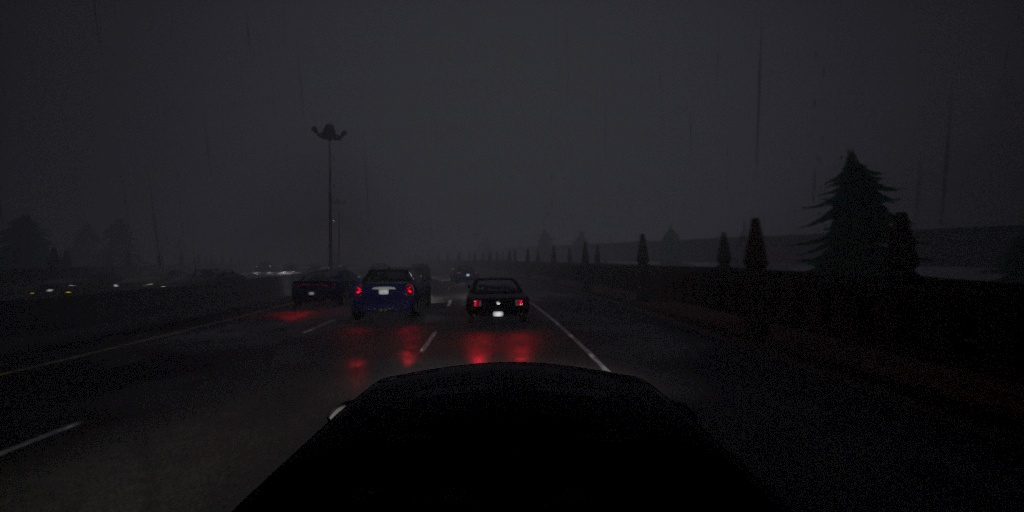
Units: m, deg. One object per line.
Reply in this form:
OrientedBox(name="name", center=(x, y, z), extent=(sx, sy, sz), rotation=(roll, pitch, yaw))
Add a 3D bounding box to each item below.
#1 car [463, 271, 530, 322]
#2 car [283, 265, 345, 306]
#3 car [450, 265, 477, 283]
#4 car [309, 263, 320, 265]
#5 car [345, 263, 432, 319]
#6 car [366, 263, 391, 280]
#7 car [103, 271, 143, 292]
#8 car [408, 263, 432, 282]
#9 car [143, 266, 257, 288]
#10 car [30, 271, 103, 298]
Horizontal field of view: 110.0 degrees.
OrientedBox(name="car", center=(-0.618, 1.393, 12.544), extent=(1.895, 1.301, 4.718), rotation=(0, 0, -6))
OrientedBox(name="car", center=(-8.219, 1.326, 16.514), extent=(1.882, 1.535, 5.008), rotation=(0, 0, -8))
OrientedBox(name="car", center=(-3.937, 1.436, 29.574), extent=(1.994, 1.385, 4.181), rotation=(0, 0, -16))
OrientedBox(name="car", center=(-30.731, 1.781, 55.833), extent=(1.895, 1.301, 4.718), rotation=(0, 0, -27))
OrientedBox(name="car", center=(-4.299, 1.167, 13.454), extent=(2.097, 1.767, 4.553), rotation=(0, 0, -7))
OrientedBox(name="car", center=(-13.045, 1.447, 35.206), extent=(2.128, 1.511, 4.902), rotation=(0, 0, -19))
OrientedBox(name="car", center=(-19.764, 1.461, 20.234), extent=(1.812, 1.442, 4.674), rotation=(0, 0, -13))
OrientedBox(name="car", center=(-8.213, 1.413, 31.811), extent=(1.837, 1.490, 4.892), rotation=(0, 0, -16))
OrientedBox(name="car", center=(-15.887, 1.394, 18.701), extent=(2.128, 1.511, 4.902), rotation=(0, 0, -12))
OrientedBox(name="car", center=(-23.234, 1.519, 19.640), extent=(1.994, 1.385, 4.181), rotation=(0, 0, -13))
